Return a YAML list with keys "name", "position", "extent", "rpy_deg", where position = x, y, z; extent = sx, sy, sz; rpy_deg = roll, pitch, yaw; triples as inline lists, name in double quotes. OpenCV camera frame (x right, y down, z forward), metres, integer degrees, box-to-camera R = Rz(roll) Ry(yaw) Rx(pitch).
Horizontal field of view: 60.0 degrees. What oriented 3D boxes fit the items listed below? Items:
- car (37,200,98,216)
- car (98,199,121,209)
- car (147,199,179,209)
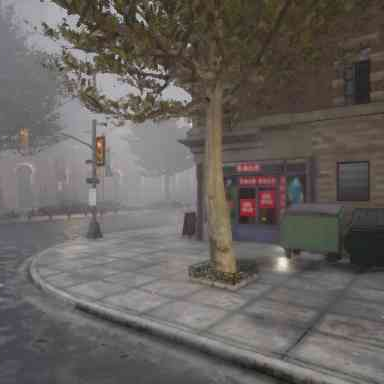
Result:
- name: "car"
  position: [-12.510, 1.547, 33.172]
  extent: [2.033, 1.411, 5.357]
  rpy_deg: [0, 0, 36]
- name: "car"
  position: [-12.005, 1.595, 45.138]
  extent: [1.895, 1.301, 4.718]
  rpy_deg: [0, 0, 36]
- name: "car"
  position: [-3.873, 1.600, 44.994]
  extent: [1.895, 1.301, 4.718]
  rpy_deg: [0, 0, 36]
